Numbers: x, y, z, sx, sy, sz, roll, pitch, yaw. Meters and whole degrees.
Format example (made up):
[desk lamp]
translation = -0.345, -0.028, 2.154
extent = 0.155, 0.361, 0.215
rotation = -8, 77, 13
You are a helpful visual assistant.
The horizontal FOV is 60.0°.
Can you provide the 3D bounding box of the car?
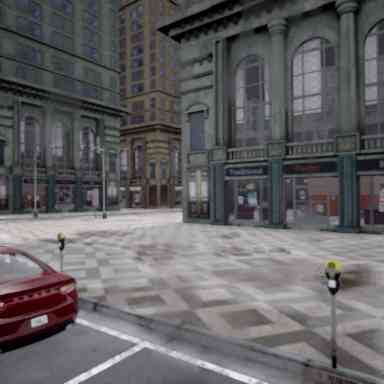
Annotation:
[car]
translation = -3.845, 1.596, 5.714
extent = 4.507, 1.381, 1.887
rotation = -1, -1, 35
